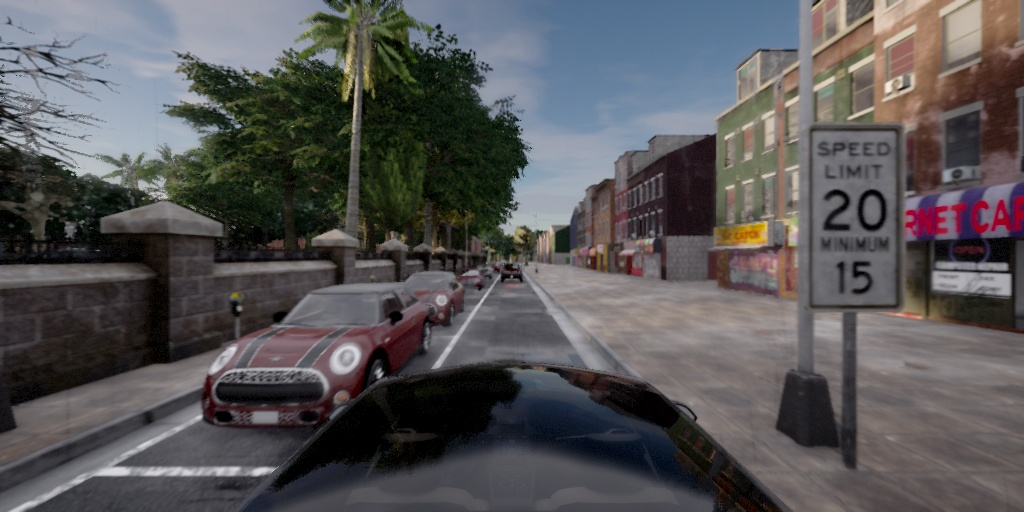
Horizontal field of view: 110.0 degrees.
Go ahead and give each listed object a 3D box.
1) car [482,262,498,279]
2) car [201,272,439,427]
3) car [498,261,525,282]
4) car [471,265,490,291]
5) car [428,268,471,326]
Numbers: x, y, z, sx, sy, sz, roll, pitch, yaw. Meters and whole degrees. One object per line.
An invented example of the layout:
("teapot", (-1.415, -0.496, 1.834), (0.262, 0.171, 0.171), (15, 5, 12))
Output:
("car", (-2.641, 1.468, 34.269), (2.007, 1.370, 4.403), (0, 0, 0))
("car", (-2.637, 1.207, 5.828), (1.967, 1.591, 4.097), (0, 0, 0))
("car", (0.008, 1.402, 30.905), (1.837, 1.490, 4.892), (0, 0, 0))
("car", (-2.640, 1.432, 22.893), (1.802, 1.307, 4.207), (0, 0, 0))
("car", (-2.637, 1.232, 11.516), (1.967, 1.591, 4.097), (0, 0, 0))
